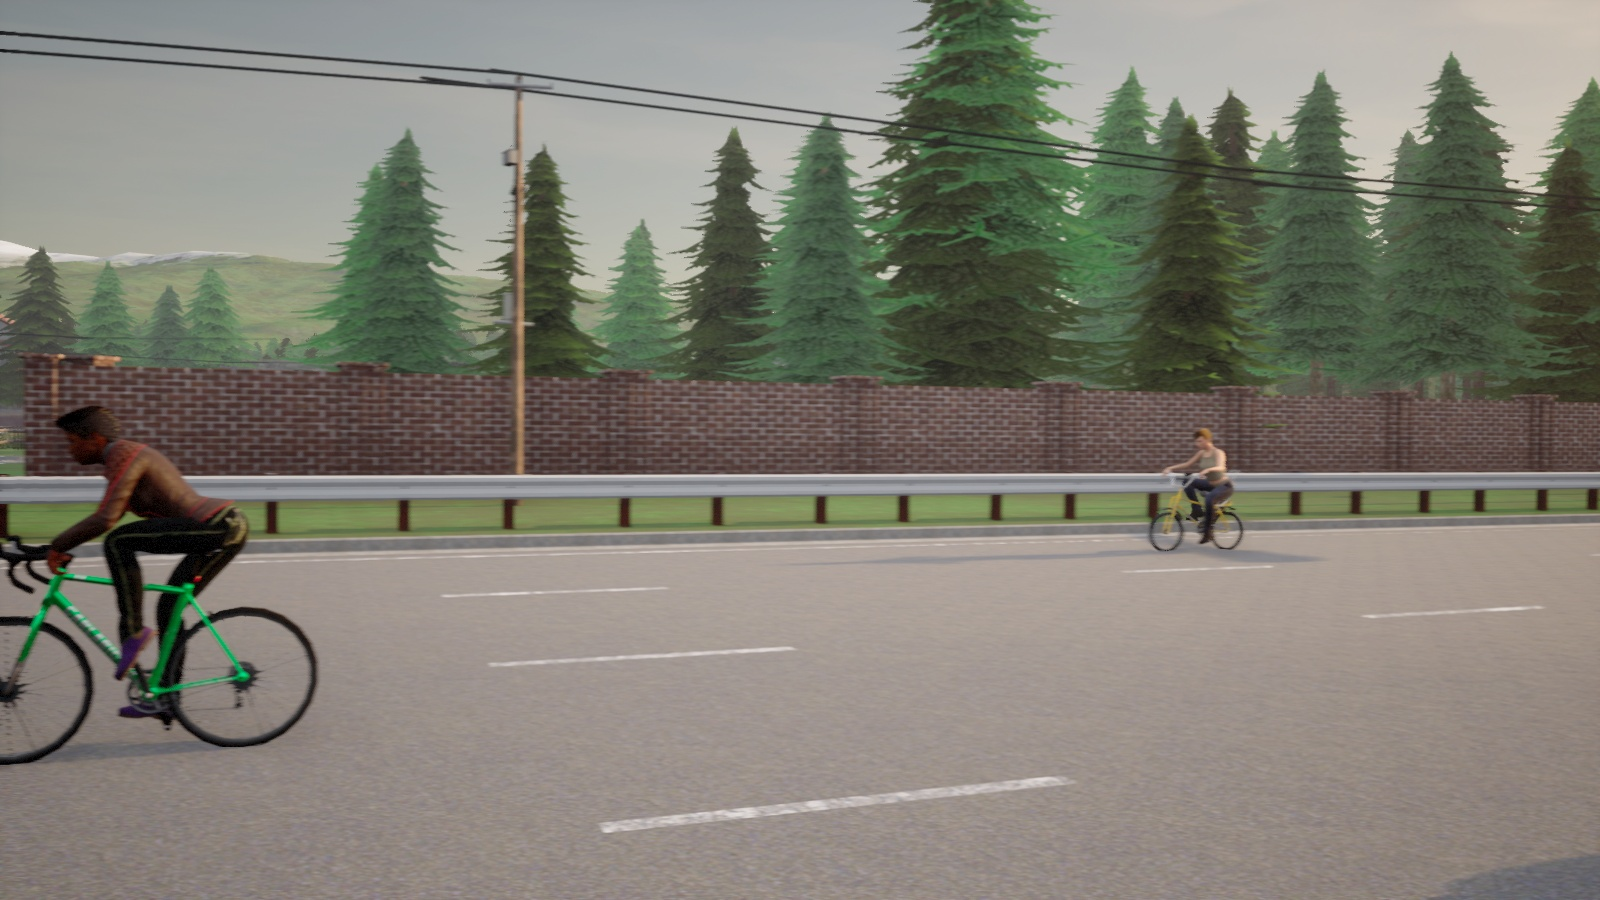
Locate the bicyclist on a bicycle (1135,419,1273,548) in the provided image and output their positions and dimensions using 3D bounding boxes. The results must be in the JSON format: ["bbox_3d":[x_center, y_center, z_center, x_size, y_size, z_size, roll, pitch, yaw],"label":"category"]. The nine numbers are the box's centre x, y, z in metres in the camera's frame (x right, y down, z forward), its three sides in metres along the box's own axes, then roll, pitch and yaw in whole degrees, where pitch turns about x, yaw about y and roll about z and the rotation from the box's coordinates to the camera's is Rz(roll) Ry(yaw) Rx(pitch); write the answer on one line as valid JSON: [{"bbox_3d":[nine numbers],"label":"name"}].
[{"bbox_3d":[5.290,0.409,16.472,1.509,1.612,0.866,-1,1,-21],"label":"bicyclist on a bicycle"}]

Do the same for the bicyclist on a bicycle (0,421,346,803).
[{"bbox_3d":[-3.012,0.689,5.839,1.656,1.620,0.582,-1,1,-21],"label":"bicyclist on a bicycle"}]
